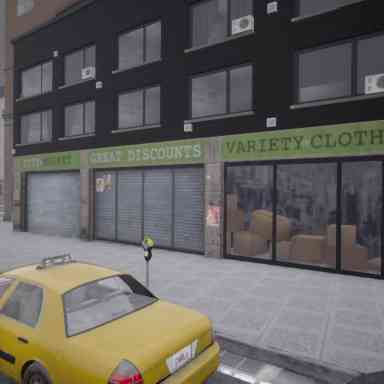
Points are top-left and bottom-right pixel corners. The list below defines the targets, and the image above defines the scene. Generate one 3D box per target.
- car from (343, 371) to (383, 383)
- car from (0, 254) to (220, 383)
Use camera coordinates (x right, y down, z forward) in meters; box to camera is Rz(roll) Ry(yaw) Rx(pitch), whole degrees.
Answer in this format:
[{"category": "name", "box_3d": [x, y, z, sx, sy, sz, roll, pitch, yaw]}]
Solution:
[{"category": "car", "box_3d": [2.717, 1.551, 1.156, 4.403, 1.369, 2.008, 0, 1, 35]}, {"category": "car", "box_3d": [-1.975, 1.524, 4.491, 4.829, 1.417, 1.752, 0, 1, 35]}]
